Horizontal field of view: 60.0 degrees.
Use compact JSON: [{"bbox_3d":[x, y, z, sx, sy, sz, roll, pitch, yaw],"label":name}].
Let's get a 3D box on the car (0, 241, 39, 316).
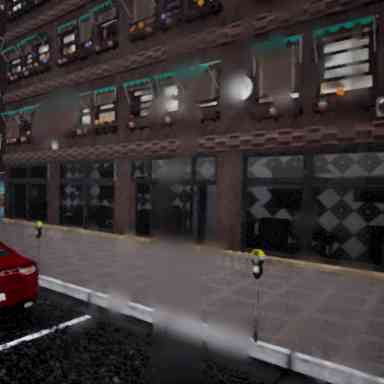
[{"bbox_3d":[-4.703,1.412,6.279,4.507,1.381,1.887,1,1,36],"label":"car"}]
